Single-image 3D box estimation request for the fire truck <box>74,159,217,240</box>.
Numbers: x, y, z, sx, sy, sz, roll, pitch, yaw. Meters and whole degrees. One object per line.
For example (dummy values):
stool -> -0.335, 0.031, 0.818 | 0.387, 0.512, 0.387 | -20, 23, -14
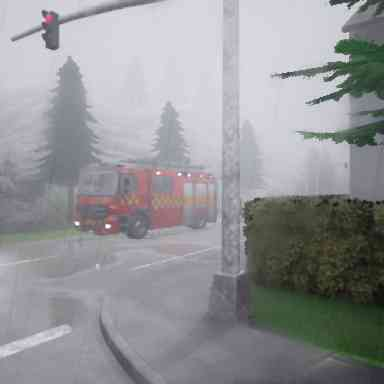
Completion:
fire truck -> -2.009, 0.311, 18.182 | 2.891, 3.827, 8.468 | 0, 0, 36
